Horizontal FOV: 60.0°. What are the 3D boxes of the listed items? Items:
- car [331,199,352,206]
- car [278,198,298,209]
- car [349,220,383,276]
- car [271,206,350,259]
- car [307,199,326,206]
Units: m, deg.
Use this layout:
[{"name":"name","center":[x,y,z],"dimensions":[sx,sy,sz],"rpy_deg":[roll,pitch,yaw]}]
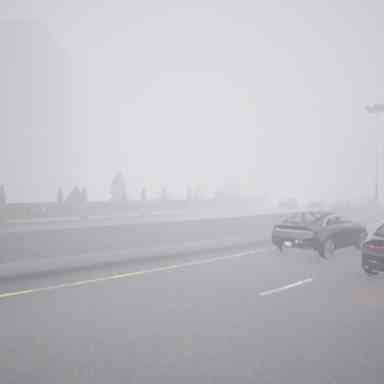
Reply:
[{"name":"car","center":[17.942,1.587,39.821],"dimensions":[1.994,1.385,4.181],"rpy_deg":[0,0,31]},{"name":"car","center":[13.219,1.533,45.498],"dimensions":[1.882,1.535,5.008],"rpy_deg":[0,0,29]},{"name":"car","center":[6.472,1.503,9.316],"dimensions":[4.892,1.490,1.837],"rpy_deg":[0,0,-41]},{"name":"car","center":[4.991,1.503,12.686],"dimensions":[4.902,1.511,2.128],"rpy_deg":[0,0,-42]},{"name":"car","center":[16.476,1.651,44.130],"dimensions":[1.895,1.301,4.718],"rpy_deg":[0,0,28]}]
